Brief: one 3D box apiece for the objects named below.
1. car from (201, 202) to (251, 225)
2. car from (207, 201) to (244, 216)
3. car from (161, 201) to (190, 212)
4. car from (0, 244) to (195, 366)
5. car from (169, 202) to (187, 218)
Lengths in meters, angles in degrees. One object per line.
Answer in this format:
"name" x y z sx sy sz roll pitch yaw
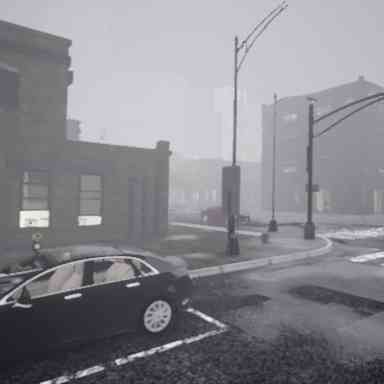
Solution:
"car" 2.498 1.679 25.062 1.887 1.381 4.507 1 -1 -35
"car" 3.784 1.858 38.291 1.967 1.590 4.097 1 -1 -35
"car" -2.424 2.062 47.149 2.008 1.369 4.403 1 -1 -35
"car" -2.006 1.556 5.112 4.403 1.369 2.008 0 1 -35
"car" -2.664 1.793 32.436 1.802 1.307 4.206 1 -1 -35
